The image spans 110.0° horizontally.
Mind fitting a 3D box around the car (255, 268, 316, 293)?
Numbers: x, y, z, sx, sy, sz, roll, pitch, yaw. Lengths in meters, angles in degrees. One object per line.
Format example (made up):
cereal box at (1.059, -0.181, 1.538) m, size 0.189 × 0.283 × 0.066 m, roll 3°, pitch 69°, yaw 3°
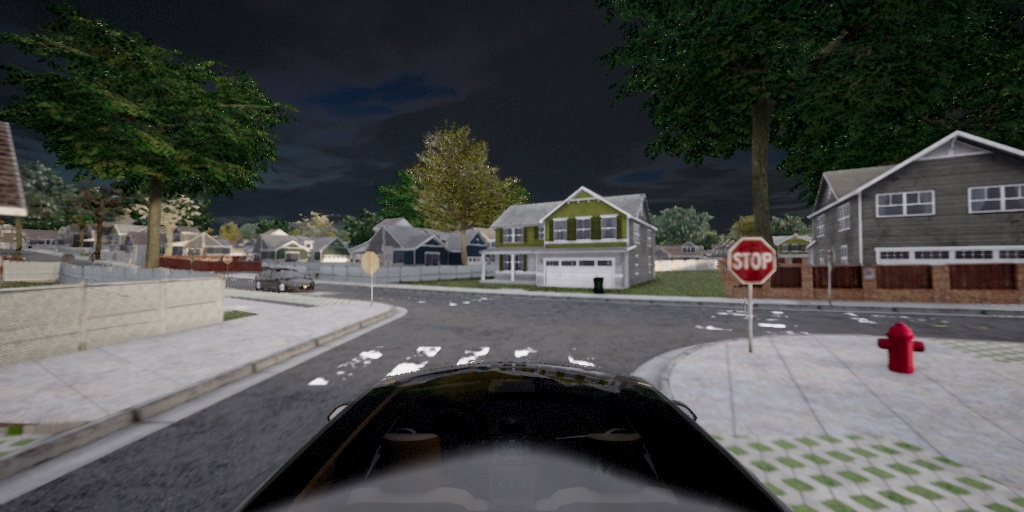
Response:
car at (-14.958, 1.613, 23.586) m, size 4.892 × 1.490 × 1.837 m, roll 2°, pitch 0°, yaw 30°
